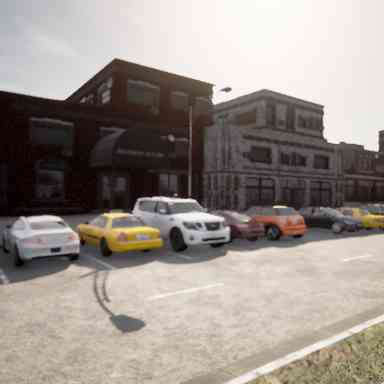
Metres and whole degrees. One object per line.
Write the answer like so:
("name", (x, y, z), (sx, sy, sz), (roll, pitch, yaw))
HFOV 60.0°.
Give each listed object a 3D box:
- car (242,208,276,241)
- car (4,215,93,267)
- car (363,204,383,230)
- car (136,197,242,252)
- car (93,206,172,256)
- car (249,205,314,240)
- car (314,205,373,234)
("car", (1.497, 1.604, 16.371), (2.002, 1.452, 4.674), (1, -1, -36))
("car", (-5.284, 1.520, 11.539), (2.002, 1.452, 4.674), (0, 0, -35))
("car", (10.540, 1.751, 23.043), (1.946, 1.575, 5.366), (1, -1, -35))
("car", (-0.744, 1.278, 14.741), (2.435, 2.045, 5.566), (1, 0, -35))
("car", (-3.134, 1.499, 13.302), (1.946, 1.575, 5.366), (1, 0, -35))
("car", (3.778, 1.481, 17.960), (2.185, 1.767, 4.553), (1, -1, -35))
("car", (8.381, 1.705, 21.285), (2.231, 1.521, 4.892), (1, -1, -35))
